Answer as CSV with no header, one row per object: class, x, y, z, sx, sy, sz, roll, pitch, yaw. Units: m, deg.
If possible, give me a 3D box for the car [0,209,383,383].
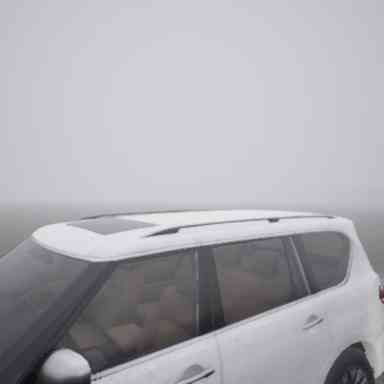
car,-0.520,1.223,2.725,5.566,2.045,2.150,0,0,-37
